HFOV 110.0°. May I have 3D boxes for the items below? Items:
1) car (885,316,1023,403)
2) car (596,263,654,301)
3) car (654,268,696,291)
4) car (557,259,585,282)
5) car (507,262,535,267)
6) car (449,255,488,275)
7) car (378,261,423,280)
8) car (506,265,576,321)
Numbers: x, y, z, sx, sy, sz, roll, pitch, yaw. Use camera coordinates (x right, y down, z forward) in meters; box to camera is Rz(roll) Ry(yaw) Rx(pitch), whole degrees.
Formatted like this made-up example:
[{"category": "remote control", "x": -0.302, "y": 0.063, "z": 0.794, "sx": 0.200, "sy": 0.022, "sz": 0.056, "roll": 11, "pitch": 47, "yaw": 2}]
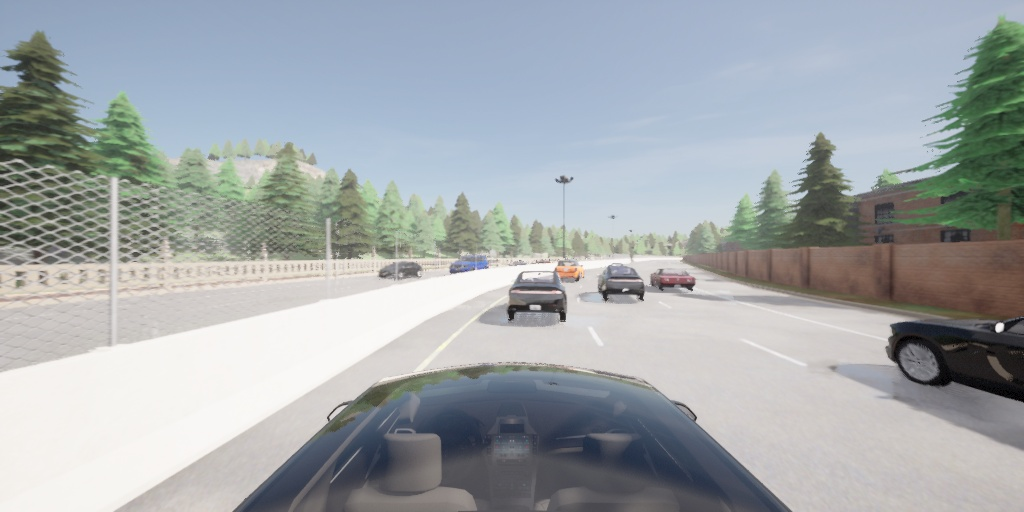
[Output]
[{"category": "car", "x": 7.256, "y": 1.259, "z": 3.994, "sx": 1.882, "sy": 1.535, "sz": 5.008, "roll": 0, "pitch": 0, "yaw": 1}, {"category": "car", "x": 5.301, "y": 1.263, "z": 17.796, "sx": 2.128, "sy": 1.511, "sz": 4.902, "roll": 0, "pitch": 0, "yaw": 10}, {"category": "car", "x": 9.817, "y": 1.392, "z": 22.269, "sx": 1.895, "sy": 1.301, "sz": 4.718, "roll": 0, "pitch": 0, "yaw": 14}, {"category": "car", "x": 4.830, "y": 1.120, "z": 29.994, "sx": 2.097, "sy": 1.767, "sz": 4.553, "roll": 0, "pitch": 0, "yaw": 17}, {"category": "car", "x": 0.617, "y": 1.313, "z": 39.632, "sx": 1.994, "sy": 1.385, "sz": 4.181, "roll": 0, "pitch": 0, "yaw": 22}, {"category": "car", "x": -4.313, "y": 0.946, "z": 36.489, "sx": 2.150, "sy": 2.045, "sz": 5.566, "roll": 0, "pitch": 0, "yaw": 20}, {"category": "car", "x": -9.614, "y": 1.210, "z": 31.281, "sx": 1.837, "sy": 1.490, "sz": 4.892, "roll": 0, "pitch": 0, "yaw": 17}, {"category": "car", "x": 0.954, "y": 1.245, "z": 12.538, "sx": 2.128, "sy": 1.511, "sz": 4.902, "roll": 0, "pitch": 0, "yaw": 7}]
